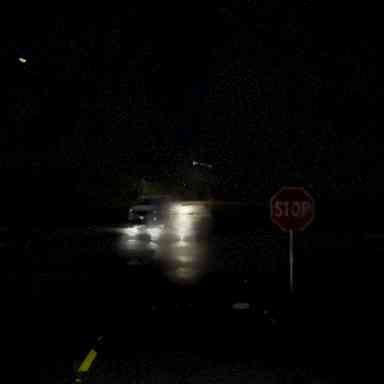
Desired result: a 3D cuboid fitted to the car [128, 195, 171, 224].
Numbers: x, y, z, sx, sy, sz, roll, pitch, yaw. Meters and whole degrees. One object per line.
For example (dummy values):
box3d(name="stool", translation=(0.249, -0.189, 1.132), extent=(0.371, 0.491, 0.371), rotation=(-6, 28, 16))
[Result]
box3d(name="car", translation=(-3.041, 1.307, 25.183), extent=(2.150, 2.045, 5.566), rotation=(1, 2, 7))
